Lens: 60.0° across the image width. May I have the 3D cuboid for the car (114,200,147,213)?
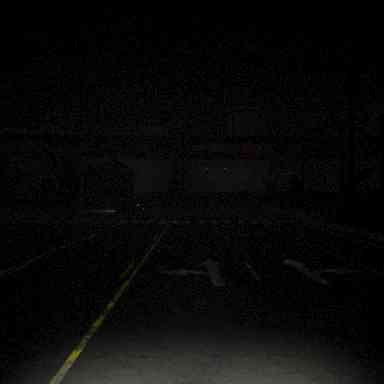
[{"bbox_3d":[-7.503,1.689,40.343,4.892,1.490,1.837,0,0,40],"label":"car"}]
